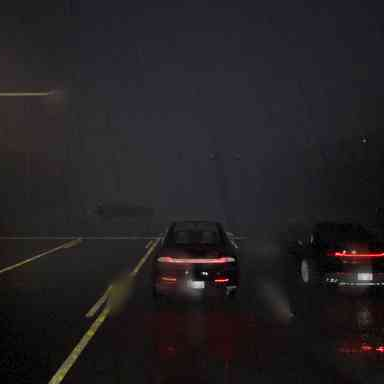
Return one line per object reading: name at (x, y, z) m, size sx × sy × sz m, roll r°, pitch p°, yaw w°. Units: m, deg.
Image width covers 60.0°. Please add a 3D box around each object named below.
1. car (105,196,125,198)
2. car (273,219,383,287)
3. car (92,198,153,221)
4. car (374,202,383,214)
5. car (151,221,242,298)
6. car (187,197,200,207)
car at (-10.468, 1.352, 42.785) m, size 2.097 × 1.767 × 4.553 m, roll 0°, pitch 0°, yaw 0°
car at (3.605, 1.505, 9.297) m, size 1.837 × 1.490 × 4.892 m, roll 0°, pitch 0°, yaw 1°
car at (-5.648, 1.491, 27.429) m, size 4.902 × 1.511 × 2.128 m, roll 0°, pitch 0°, yaw -25°
car at (18.122, 1.061, 28.324) m, size 4.902 × 1.511 × 2.128 m, roll -5°, pitch 0°, yaw 0°
car at (0.100, 1.492, 8.535) m, size 2.128 × 1.511 × 4.902 m, roll 0°, pitch 0°, yaw 0°
car at (0.254, 1.526, 52.493) m, size 1.812 × 1.442 × 4.674 m, roll 0°, pitch 0°, yaw 0°
